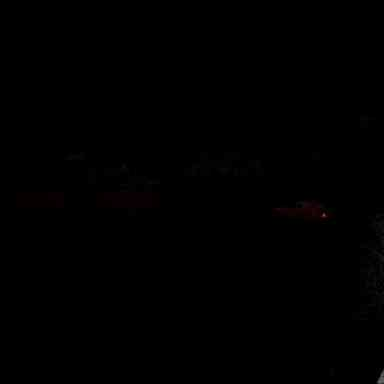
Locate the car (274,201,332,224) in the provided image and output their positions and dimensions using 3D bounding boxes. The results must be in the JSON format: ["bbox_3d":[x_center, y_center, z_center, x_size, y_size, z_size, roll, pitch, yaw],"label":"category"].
[{"bbox_3d":[8.029,1.431,24.647,1.882,1.535,5.008,0,-1,-19],"label":"car"}]
